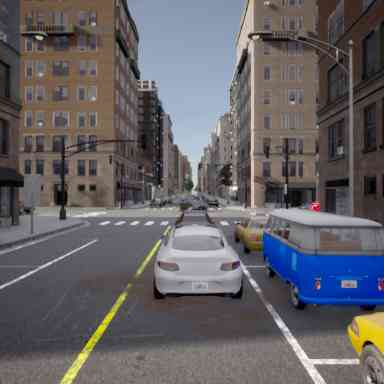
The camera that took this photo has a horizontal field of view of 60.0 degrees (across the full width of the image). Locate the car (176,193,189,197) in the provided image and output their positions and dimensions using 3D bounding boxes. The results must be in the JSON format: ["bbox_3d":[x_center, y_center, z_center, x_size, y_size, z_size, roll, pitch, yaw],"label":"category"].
[{"bbox_3d":[-2.276,1.481,69.420,1.882,1.535,5.008,0,0,1],"label":"car"}]

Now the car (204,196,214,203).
[{"bbox_3d":[3.370,1.547,67.466,1.887,1.381,4.507,1,0,1],"label":"car"}]

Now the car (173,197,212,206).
[{"bbox_3d":[-0.011,1.569,37.485,1.994,1.385,4.181,0,0,-33],"label":"car"}]

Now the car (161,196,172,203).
[{"bbox_3d":[-5.154,1.548,67.588,1.887,1.381,4.507,1,0,1],"label":"car"}]

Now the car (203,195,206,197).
[{"bbox_3d":[3.201,1.548,56.406,1.887,1.381,4.507,1,0,1],"label":"car"}]

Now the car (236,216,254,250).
[{"bbox_3d":[2.709,1.527,13.383,1.752,1.417,4.829,1,0,0],"label":"car"}]

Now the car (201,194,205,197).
[{"bbox_3d":[3.286,1.554,61.936,2.008,1.369,4.403,1,0,1],"label":"car"}]

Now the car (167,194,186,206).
[{"bbox_3d":[-2.613,1.496,53.407,2.128,1.511,4.902,0,0,1],"label":"car"}]

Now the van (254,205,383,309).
[{"bbox_3d":[2.696,1.342,7.539,1.690,1.788,3.998,1,0,0],"label":"van"}]

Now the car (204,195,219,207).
[{"bbox_3d":[3.117,1.570,50.876,1.947,1.339,4.313,1,0,1],"label":"car"}]

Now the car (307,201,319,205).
[{"bbox_3d":[15.644,1.356,35.617,5.566,2.045,2.150,0,-1,1],"label":"car"}]

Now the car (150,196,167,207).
[{"bbox_3d":[-5.408,1.587,51.002,1.802,1.307,4.206,1,0,1],"label":"car"}]

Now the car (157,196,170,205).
[{"bbox_3d":[-5.239,1.555,62.059,2.008,1.369,4.403,1,0,1],"label":"car"}]

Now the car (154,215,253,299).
[{"bbox_3d":[0.098,1.527,8.314,1.812,1.442,4.674,0,0,-1],"label":"car"}]

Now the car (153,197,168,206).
[{"bbox_3d":[-5.324,1.570,56.530,1.947,1.339,4.313,1,0,1],"label":"car"}]

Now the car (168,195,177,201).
[{"bbox_3d":[-4.903,1.525,84.004,1.752,1.417,4.829,1,0,1],"label":"car"}]

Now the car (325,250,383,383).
[{"bbox_3d":[2.681,1.526,2.036,1.752,1.417,4.829,1,0,0],"label":"car"}]

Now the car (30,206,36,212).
[{"bbox_3d":[-17.878,1.369,32.469,4.892,1.490,1.837,0,-1,0],"label":"car"}]

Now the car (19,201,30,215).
[{"bbox_3d":[-17.213,1.363,29.220,4.674,1.442,1.812,0,-1,2],"label":"car"}]

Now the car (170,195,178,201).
[{"bbox_3d":[-4.817,1.564,89.702,1.947,1.339,4.313,1,0,1],"label":"car"}]

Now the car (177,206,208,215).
[{"bbox_3d":[0.130,1.566,15.727,1.994,1.385,4.181,0,0,0],"label":"car"}]

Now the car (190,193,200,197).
[{"bbox_3d":[1.068,1.521,91.925,1.812,1.442,4.674,0,0,1],"label":"car"}]

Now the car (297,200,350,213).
[{"bbox_3d":[15.297,1.712,38.866,5.357,1.411,2.033,0,-1,0],"label":"car"}]

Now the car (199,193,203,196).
[{"bbox_3d":[3.708,1.548,89.586,2.008,1.369,4.403,1,0,1],"label":"car"}]
